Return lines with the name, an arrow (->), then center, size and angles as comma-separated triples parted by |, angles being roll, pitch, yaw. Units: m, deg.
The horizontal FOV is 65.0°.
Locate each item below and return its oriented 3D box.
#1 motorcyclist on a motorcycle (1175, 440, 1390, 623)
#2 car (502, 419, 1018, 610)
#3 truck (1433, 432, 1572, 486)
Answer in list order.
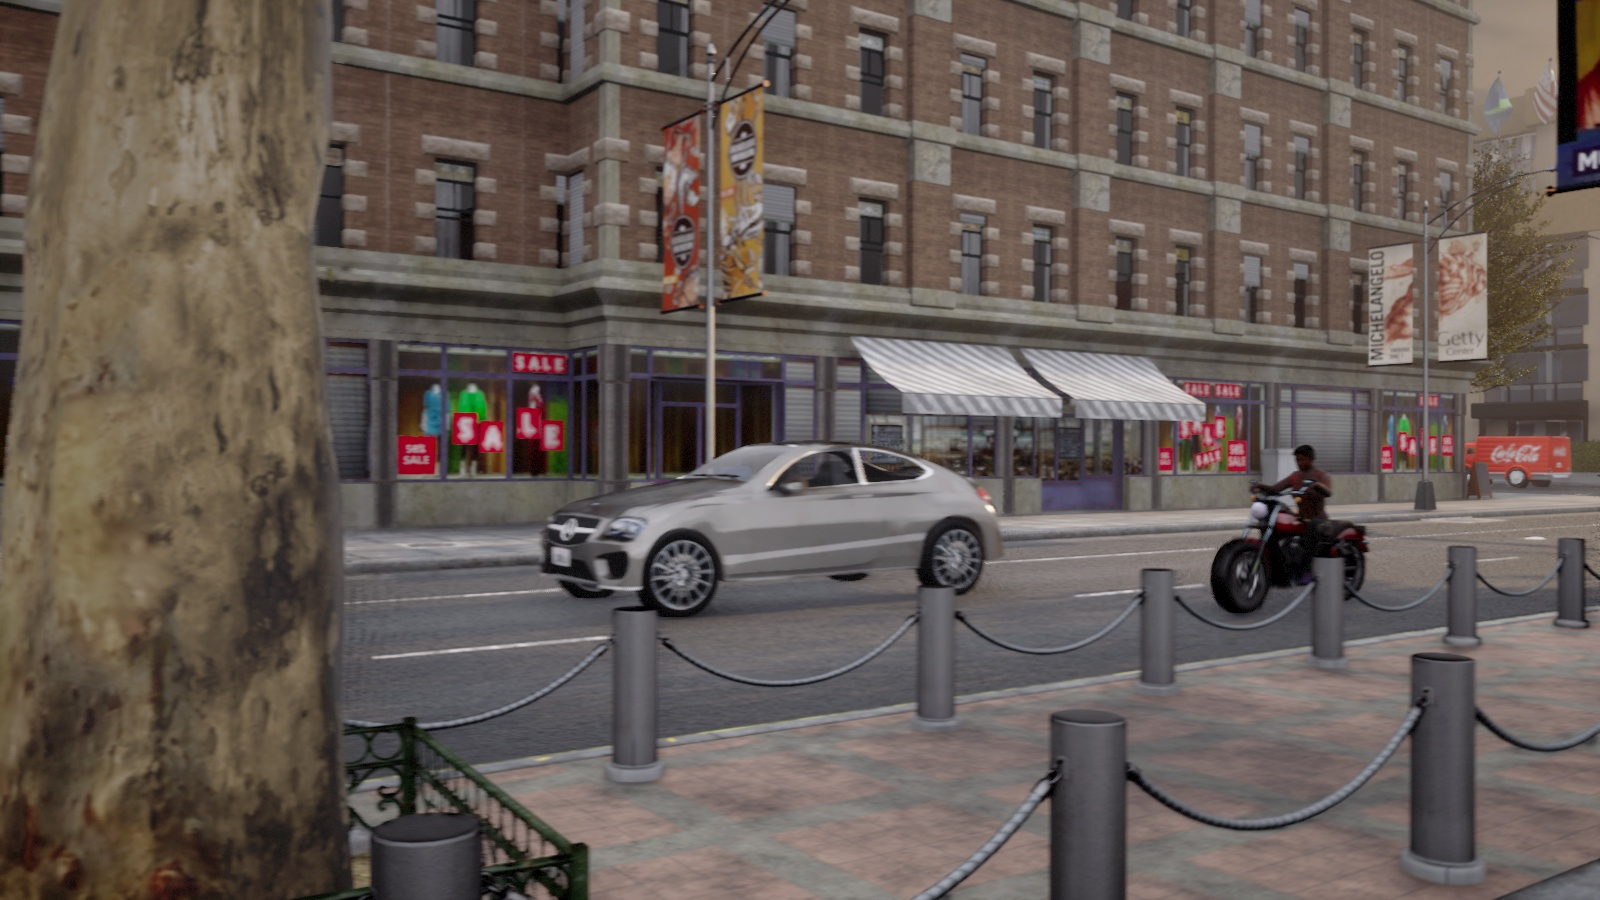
motorcyclist on a motorcycle -> 4.766, 0.731, 12.322 | 2.350, 1.649, 0.766 | 0, 0, -34
car -> -0.312, 0.566, 13.148 | 5.027, 1.651, 2.152 | 0, 0, -34
truck -> 33.882, 0.426, 60.704 | 2.627, 2.467, 5.204 | 0, 0, -35
